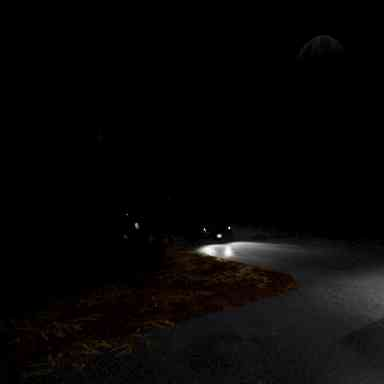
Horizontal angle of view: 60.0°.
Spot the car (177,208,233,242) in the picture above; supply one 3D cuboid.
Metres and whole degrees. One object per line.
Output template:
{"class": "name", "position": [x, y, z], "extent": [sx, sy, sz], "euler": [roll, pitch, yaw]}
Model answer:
{"class": "car", "position": [-0.422, 1.469, 16.169], "extent": [2.033, 1.411, 5.357], "euler": [1, 0, -36]}
